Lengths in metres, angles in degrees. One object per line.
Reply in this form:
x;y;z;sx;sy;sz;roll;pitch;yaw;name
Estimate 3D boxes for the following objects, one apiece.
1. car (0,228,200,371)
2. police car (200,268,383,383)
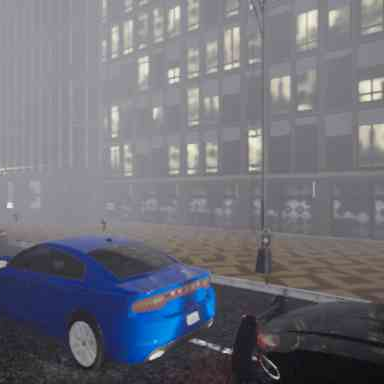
-2.001;1.499;5.797;5.008;1.535;1.882;0;0;36;car
2.784;1.437;2.362;5.238;1.638;1.930;0;0;36;police car
